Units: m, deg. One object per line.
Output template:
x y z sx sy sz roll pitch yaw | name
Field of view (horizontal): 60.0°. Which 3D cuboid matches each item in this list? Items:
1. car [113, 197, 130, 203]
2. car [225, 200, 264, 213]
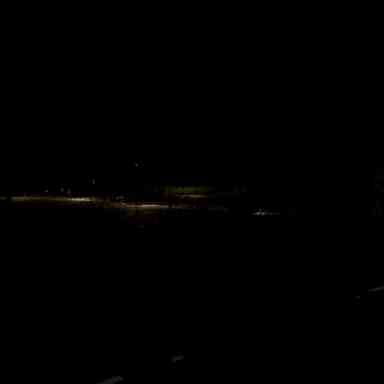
-14.948 1.724 70.489 1.895 1.301 4.718 -2 1 -36 | car
6.330 1.707 40.756 2.033 1.411 5.357 -2 1 -36 | car
